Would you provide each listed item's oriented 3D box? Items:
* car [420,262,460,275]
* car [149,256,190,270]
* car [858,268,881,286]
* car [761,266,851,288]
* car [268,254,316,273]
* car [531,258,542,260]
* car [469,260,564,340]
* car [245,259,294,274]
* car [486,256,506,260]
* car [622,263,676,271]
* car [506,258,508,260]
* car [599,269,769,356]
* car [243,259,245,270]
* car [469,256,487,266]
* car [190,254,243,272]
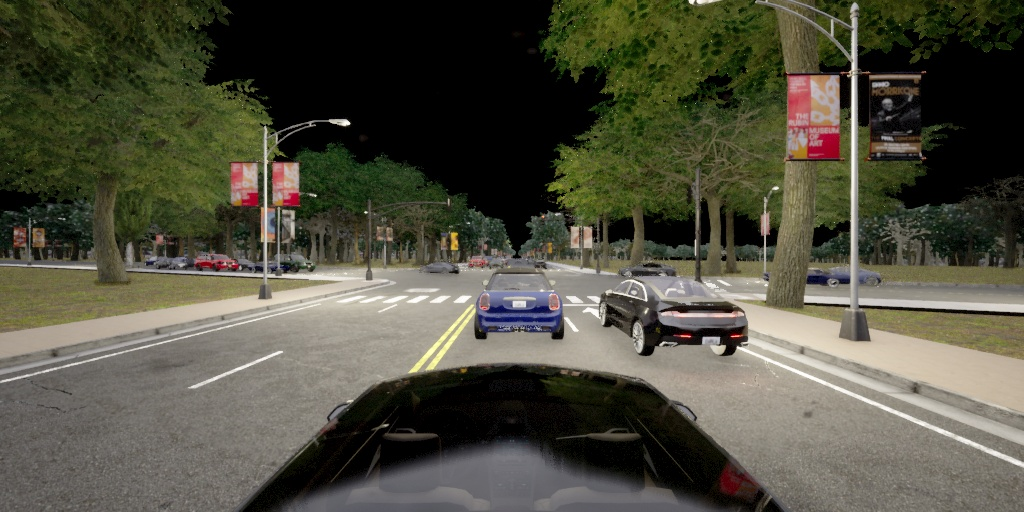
[{"bbox_3d":[-7.570,1.274,37.568,4.181,1.385,1.994,0,0,24],"label":"car"},{"bbox_3d":[-44.284,1.022,46.655,4.902,1.511,2.128,0,0,24],"label":"car"},{"bbox_3d":[24.592,1.457,26.777,4.181,1.385,1.994,0,0,24],"label":"car"},{"bbox_3d":[20.399,1.477,25.087,4.718,1.301,1.895,0,0,24],"label":"car"},{"bbox_3d":[-25.532,0.841,41.835,5.566,2.045,2.150,0,0,24],"label":"car"},{"bbox_3d":[4.287,1.262,55.883,1.837,1.490,4.892,0,0,1],"label":"car"},{"bbox_3d":[0.194,1.102,10.170,2.097,1.767,4.553,0,0,1],"label":"car"},{"bbox_3d":[-26.025,1.226,38.478,4.718,1.301,1.895,0,0,27],"label":"car"},{"bbox_3d":[-2.387,1.109,55.916,2.097,1.767,4.553,0,0,1],"label":"car"},{"bbox_3d":[12.146,1.324,32.347,4.892,1.490,1.837,1,0,24],"label":"car"},{"bbox_3d":[-2.194,1.360,64.907,1.895,1.301,4.718,0,0,1],"label":"car"},{"bbox_3d":[3.430,1.241,8.582,2.128,1.511,4.902,0,0,0],"label":"car"},{"bbox_3d":[-34.693,1.076,45.925,4.892,1.490,1.837,0,0,24],"label":"car"},{"bbox_3d":[-5.616,0.979,57.984,2.150,2.045,5.566,0,0,1],"label":"car"},{"bbox_3d":[-35.091,0.798,42.535,5.566,2.045,2.150,0,0,24],"label":"car"}]
